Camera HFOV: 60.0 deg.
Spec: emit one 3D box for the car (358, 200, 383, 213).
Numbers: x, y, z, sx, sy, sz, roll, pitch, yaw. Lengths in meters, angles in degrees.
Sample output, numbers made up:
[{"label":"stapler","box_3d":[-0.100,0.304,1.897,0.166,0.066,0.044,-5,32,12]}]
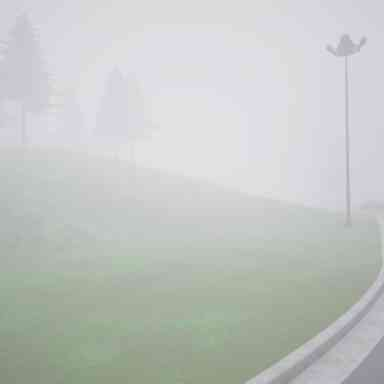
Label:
[{"label":"car","box_3d":[21.757,1.686,40.161,1.882,1.535,5.008,0,0,5]}]
